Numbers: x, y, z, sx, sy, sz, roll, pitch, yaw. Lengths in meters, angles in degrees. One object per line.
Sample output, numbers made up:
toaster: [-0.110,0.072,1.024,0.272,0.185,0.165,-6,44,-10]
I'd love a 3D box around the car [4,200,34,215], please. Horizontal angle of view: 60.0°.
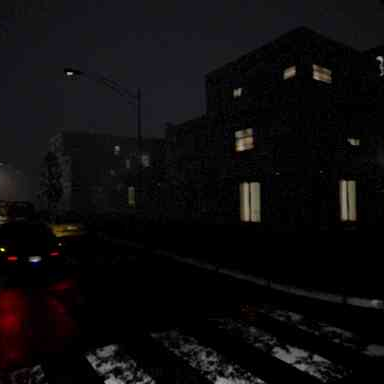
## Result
car: [-16.216,1.797,31.665,2.192,1.841,5.009,0,-1,-34]

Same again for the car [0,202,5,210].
car: [-34.686,2.566,59.270,1.947,1.339,4.313,0,-1,-34]

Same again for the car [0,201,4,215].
car: [-22.466,2.181,41.007,1.752,1.417,4.829,0,-1,-34]

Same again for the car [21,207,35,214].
car: [-10.055,1.895,22.460,1.802,1.307,4.206,0,-1,-34]

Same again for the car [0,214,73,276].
car: [-5.538,1.677,10.962,1.812,1.442,4.674,-1,0,-33]

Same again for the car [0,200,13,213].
car: [-28.531,2.141,50.070,2.192,1.841,5.009,0,-1,-34]

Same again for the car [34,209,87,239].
car: [-7.071,1.758,18.000,1.752,1.417,4.829,0,-1,-34]
